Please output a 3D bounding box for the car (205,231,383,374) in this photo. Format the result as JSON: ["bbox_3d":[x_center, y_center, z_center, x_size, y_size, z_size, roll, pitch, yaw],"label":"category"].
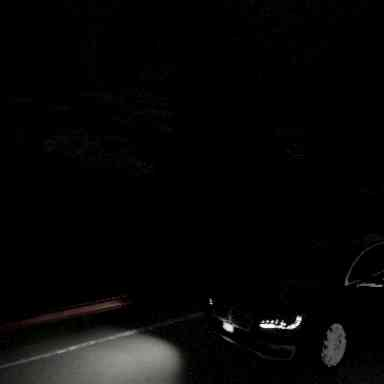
[{"bbox_3d":[2.453,1.502,5.716,4.892,1.490,1.837,0,0,-35],"label":"car"}]
